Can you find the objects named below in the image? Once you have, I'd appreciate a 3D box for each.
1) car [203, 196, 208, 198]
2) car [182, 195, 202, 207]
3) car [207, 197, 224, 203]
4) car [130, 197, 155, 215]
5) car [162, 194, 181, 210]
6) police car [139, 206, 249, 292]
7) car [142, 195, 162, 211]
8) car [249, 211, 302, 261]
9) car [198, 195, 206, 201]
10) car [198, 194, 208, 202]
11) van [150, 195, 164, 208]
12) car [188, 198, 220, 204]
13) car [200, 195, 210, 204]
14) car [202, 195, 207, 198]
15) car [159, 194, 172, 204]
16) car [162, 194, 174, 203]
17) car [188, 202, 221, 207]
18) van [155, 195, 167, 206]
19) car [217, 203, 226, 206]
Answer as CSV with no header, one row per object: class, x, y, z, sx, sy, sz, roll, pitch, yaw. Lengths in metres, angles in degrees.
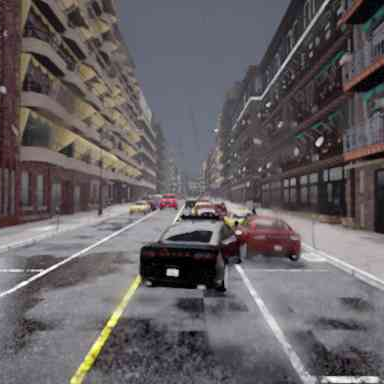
car,2.598,1.567,39.815,2.008,1.369,4.403,1,0,0
car,0.025,1.502,45.454,1.882,1.535,5.008,0,0,0
car,2.596,1.555,34.284,1.887,1.381,4.507,1,0,0
car,-5.283,1.536,34.180,1.752,1.417,4.829,2,0,0
car,-2.833,1.240,41.539,2.150,2.045,5.566,0,0,0
police car,0.279,1.422,9.211,1.930,1.638,5.238,0,0,15
car,-5.275,1.332,39.881,2.192,1.841,5.009,2,0,0
car,2.589,1.541,12.161,1.887,1.381,4.507,1,0,0
car,2.583,1.589,89.594,1.967,1.590,4.097,1,0,0
car,2.583,1.423,78.531,2.192,1.841,5.009,1,0,0
van,-5.272,1.375,50.940,1.690,1.788,3.998,2,0,0
car,0.834,1.456,25.024,1.801,1.575,5.366,0,0,0
car,2.618,1.515,67.469,1.967,1.590,4.097,1,0,0
car,2.604,1.591,56.407,1.887,1.381,4.507,1,0,0
car,-5.267,1.390,67.533,2.192,1.841,5.009,1,0,0
car,-5.265,1.406,73.063,2.192,1.841,5.009,1,0,0
car,0.832,1.523,18.830,1.812,1.442,4.674,0,0,0
van,-5.271,1.387,56.472,1.690,1.788,3.998,1,0,0
car,2.591,1.522,17.863,1.752,1.417,4.829,1,0,0
